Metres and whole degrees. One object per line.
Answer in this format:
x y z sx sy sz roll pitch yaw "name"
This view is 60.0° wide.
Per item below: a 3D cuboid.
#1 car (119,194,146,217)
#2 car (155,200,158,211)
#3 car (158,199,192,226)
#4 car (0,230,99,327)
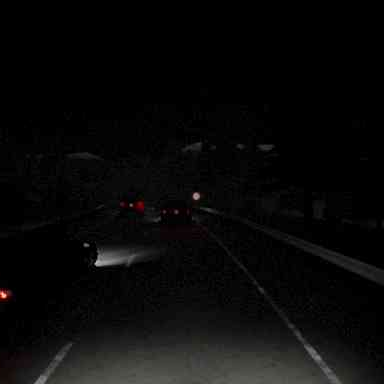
-5.597 1.241 31.432 2.150 2.045 5.566 0 0 -7 "car"
-3.617 1.570 41.675 2.033 1.411 5.357 0 0 -10 "car"
-1.231 1.364 23.943 2.097 1.767 4.553 0 0 -6 "car"
-3.578 1.554 7.339 2.033 1.411 5.357 0 0 -2 "car"
